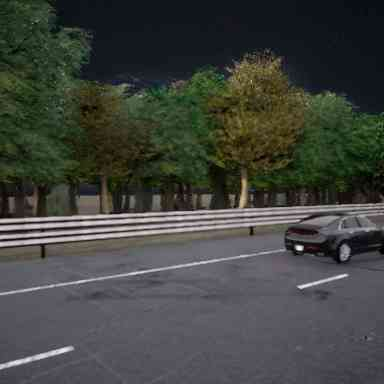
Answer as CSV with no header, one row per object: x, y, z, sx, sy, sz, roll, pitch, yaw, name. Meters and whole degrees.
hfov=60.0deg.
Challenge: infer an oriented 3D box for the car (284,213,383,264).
5.339,1.502,11.860,4.892,1.490,1.837,0,0,-36,car
